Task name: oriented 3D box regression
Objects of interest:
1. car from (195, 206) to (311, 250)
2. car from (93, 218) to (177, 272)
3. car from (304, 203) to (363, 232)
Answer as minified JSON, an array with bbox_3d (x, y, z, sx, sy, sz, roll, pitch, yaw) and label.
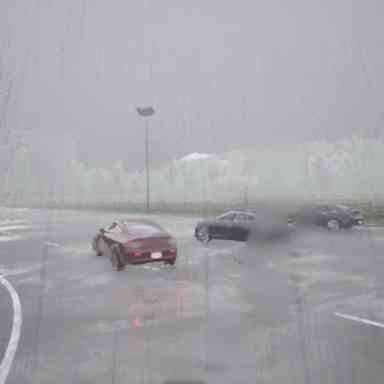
[{"bbox_3d":[2.178,1.489,14.277,2.128,1.511,4.902,-1,0,-43],"label":"car"},{"bbox_3d":[-2.047,1.622,11.314,1.812,1.442,4.674,-1,0,-27],"label":"car"},{"bbox_3d":[7.163,1.391,19.193,1.837,1.490,4.892,-1,0,-43],"label":"car"}]
